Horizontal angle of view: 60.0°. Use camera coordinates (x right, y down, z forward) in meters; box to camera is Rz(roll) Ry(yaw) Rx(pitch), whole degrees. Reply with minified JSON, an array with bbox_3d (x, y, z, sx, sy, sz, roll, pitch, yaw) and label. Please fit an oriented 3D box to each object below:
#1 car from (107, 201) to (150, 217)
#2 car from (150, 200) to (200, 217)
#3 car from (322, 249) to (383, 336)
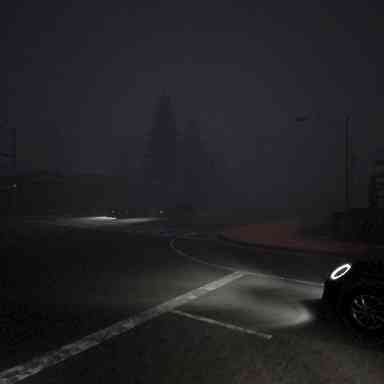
[{"bbox_3d":[-5.762,1.555,30.942,1.994,1.385,4.181,0,0,38],"label":"car"},{"bbox_3d":[-1.208,1.484,31.115,2.128,1.511,4.902,0,0,38],"label":"car"},{"bbox_3d":[4.490,1.356,5.139,4.553,1.767,2.097,0,0,38],"label":"car"}]
